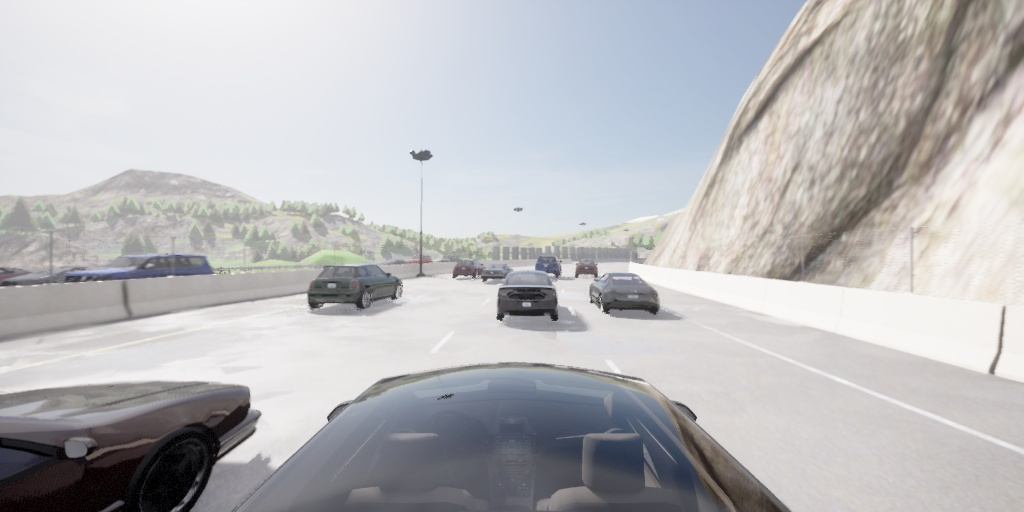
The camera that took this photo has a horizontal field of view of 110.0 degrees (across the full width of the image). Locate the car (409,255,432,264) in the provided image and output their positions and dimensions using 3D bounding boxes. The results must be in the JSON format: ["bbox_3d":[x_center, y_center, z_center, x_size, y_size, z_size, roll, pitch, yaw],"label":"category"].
[{"bbox_3d":[-15.354,0.925,59.426,2.150,2.045,5.566,0,0,18],"label":"car"}]

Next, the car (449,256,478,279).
[{"bbox_3d":[-3.823,1.089,33.049,2.097,1.767,4.553,0,0,10],"label":"car"}]

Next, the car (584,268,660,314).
[{"bbox_3d":[4.188,1.324,13.946,1.994,1.385,4.181,0,0,4],"label":"car"}]

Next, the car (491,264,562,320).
[{"bbox_3d":[0.581,1.228,12.668,1.882,1.535,5.008,0,0,4],"label":"car"}]

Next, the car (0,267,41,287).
[{"bbox_3d":[-23.651,1.250,18.993,1.994,1.385,4.181,0,0,6],"label":"car"}]

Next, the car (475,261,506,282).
[{"bbox_3d":[-1.081,1.292,28.745,2.033,1.411,5.357,0,0,9],"label":"car"}]

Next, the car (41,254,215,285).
[{"bbox_3d":[-16.869,0.926,16.587,2.150,2.045,5.566,0,0,5],"label":"car"}]

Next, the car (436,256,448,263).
[{"bbox_3d":[-10.940,0.935,61.682,2.150,2.045,5.566,0,0,19],"label":"car"}]

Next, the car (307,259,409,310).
[{"bbox_3d":[-6.251,1.084,14.867,2.097,1.767,4.553,0,0,4],"label":"car"}]

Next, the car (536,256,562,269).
[{"bbox_3d":[3.517,0.977,34.268,2.150,2.045,5.566,0,0,11],"label":"car"}]

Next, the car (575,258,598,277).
[{"bbox_3d":[7.352,1.118,35.375,2.097,1.767,4.553,0,0,12],"label":"car"}]

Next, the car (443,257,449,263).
[{"bbox_3d":[-8.686,1.285,57.265,1.994,1.385,4.181,0,0,18],"label":"car"}]

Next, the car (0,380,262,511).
[{"bbox_3d":[-3.371,1.289,1.003,2.033,1.411,5.357,0,0,0],"label":"car"}]
